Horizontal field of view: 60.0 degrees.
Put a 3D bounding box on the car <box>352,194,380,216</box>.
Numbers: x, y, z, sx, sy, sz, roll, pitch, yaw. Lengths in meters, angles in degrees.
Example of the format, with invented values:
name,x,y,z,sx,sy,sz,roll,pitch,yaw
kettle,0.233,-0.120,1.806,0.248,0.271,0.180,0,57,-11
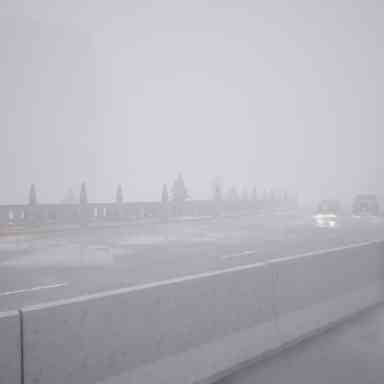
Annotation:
name,x,y,z,sx,sy,sz,roll,pitch,yaw
car,17.617,1.221,33.556,2.150,2.045,5.566,0,0,32

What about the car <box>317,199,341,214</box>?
name,x,y,z,sx,sy,sz,roll,pitch,yaw
car,14.766,1.491,35.662,2.128,1.511,4.902,0,0,32

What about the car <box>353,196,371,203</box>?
name,x,y,z,sx,sy,sz,roll,pitch,yaw
car,33.949,1.519,66.548,1.895,1.301,4.718,0,0,10
